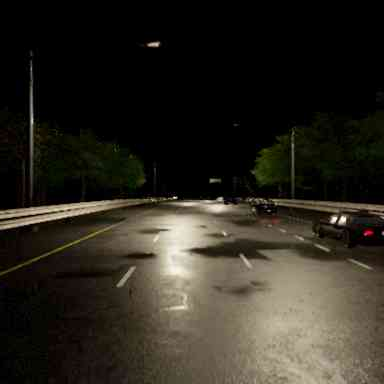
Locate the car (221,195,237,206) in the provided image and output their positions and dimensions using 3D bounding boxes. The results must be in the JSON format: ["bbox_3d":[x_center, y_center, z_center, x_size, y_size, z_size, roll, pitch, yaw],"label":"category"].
[{"bbox_3d":[7.213,1.521,63.230,2.150,2.045,5.566,0,-1,0],"label":"car"}]

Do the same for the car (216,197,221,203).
[{"bbox_3d":[7.410,2.145,87.312,1.812,1.442,4.674,0,-1,1],"label":"car"}]

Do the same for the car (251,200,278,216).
[{"bbox_3d":[7.059,1.537,32.818,2.128,1.511,4.902,0,0,0],"label":"car"}]

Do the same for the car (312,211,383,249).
[{"bbox_3d":[7.021,1.555,14.557,2.033,1.411,5.357,0,0,0],"label":"car"}]
